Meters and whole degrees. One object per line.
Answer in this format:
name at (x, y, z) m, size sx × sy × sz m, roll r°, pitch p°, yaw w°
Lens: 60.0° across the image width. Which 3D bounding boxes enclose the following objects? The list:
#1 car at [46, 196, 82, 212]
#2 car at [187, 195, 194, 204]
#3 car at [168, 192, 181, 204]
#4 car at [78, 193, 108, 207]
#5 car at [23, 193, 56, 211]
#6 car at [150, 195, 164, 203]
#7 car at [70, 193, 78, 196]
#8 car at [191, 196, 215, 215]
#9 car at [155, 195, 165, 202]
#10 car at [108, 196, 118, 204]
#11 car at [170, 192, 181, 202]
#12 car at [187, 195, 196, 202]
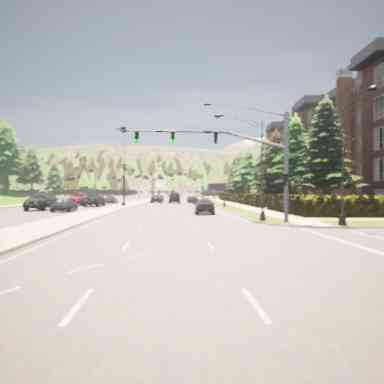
car at (-14.014, 1.484, 36.655) m, size 1.994 × 1.385 × 4.181 m, roll 0°, pitch 0°, yaw -2°
car at (0.163, 1.435, 64.492) m, size 2.128 × 1.511 × 4.902 m, roll 0°, pitch 0°, yaw -2°
car at (-3.308, 1.154, 63.524) m, size 2.150 × 2.045 × 5.566 m, roll 0°, pitch 0°, yaw -2°
car at (-14.412, 1.130, 48.928) m, size 2.150 × 2.045 × 5.566 m, roll 0°, pitch 0°, yaw -1°
car at (-17.592, 1.127, 38.892) m, size 2.150 × 2.045 × 5.566 m, roll 0°, pitch 0°, yaw -2°
car at (-6.828, 1.272, 64.103) m, size 2.097 × 1.767 × 4.553 m, roll 0°, pitch 0°, yaw -2°
car at (-18.009, 1.114, 53.095) m, size 2.150 × 2.045 × 5.566 m, roll 0°, pitch 0°, yaw -1°
car at (1.203, 1.479, 33.374) m, size 1.837 × 1.490 × 4.892 m, roll 0°, pitch 0°, yaw -3°
car at (-7.131, 1.386, 74.027) m, size 1.837 × 1.490 × 4.892 m, roll 0°, pitch 0°, yaw -2°
car at (-14.750, 1.423, 60.299) m, size 1.812 × 1.442 × 4.674 m, roll 0°, pitch 0°, yaw -1°
car at (-3.632, 1.123, 74.163) m, size 2.150 × 2.045 × 5.566 m, roll 0°, pitch 0°, yaw -2°
car at (-0.144, 1.464, 74.554) m, size 1.994 × 1.385 × 4.181 m, roll 0°, pitch 0°, yaw -2°
